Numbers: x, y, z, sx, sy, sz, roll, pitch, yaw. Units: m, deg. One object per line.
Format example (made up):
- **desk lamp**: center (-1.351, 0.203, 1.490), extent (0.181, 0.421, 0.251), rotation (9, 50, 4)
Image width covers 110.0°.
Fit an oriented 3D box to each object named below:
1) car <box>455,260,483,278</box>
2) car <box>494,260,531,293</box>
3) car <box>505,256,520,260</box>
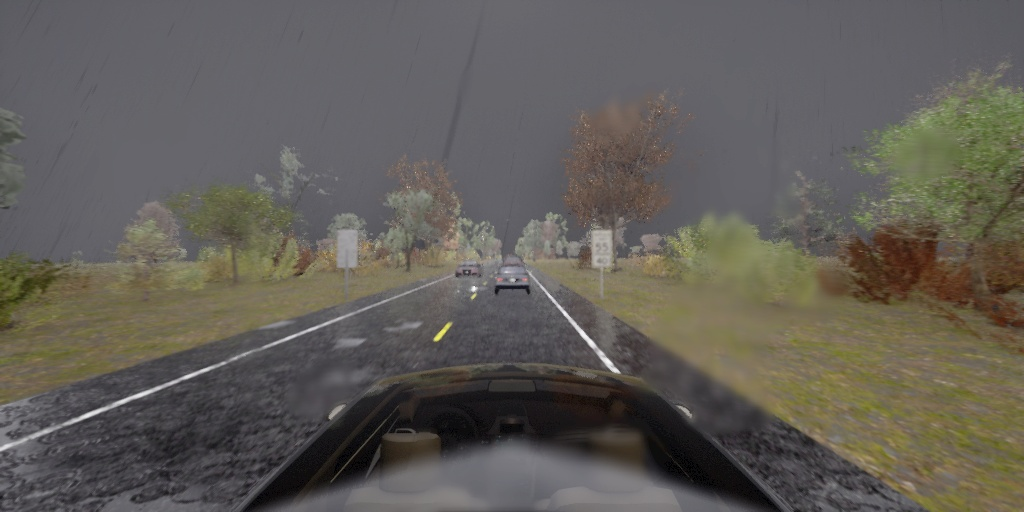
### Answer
- **car**: center (-3.523, 1.059, 30.003), extent (1.994, 1.385, 4.181), rotation (0, 0, 0)
- **car**: center (0.034, 1.131, 19.115), extent (2.033, 1.411, 5.357), rotation (0, 1, 0)
- **car**: center (0.070, 0.787, 37.767), extent (2.097, 1.767, 4.553), rotation (0, 0, 0)
